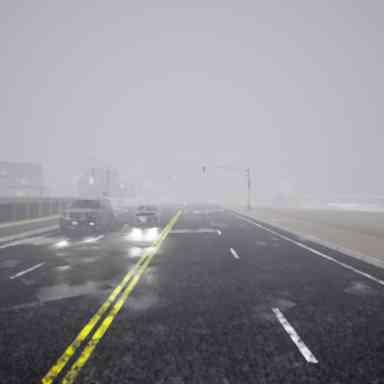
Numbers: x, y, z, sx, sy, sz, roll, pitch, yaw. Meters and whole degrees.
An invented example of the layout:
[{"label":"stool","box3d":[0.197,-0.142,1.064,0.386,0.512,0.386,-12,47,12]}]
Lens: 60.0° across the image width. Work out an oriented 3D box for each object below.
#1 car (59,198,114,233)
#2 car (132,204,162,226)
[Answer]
[{"label":"car","box3d":[-6.593,1.408,21.459,2.150,2.045,5.566,0,-1,0]},{"label":"car","box3d":[-3.338,1.711,25.309,2.128,1.511,4.902,0,-1,0]}]
